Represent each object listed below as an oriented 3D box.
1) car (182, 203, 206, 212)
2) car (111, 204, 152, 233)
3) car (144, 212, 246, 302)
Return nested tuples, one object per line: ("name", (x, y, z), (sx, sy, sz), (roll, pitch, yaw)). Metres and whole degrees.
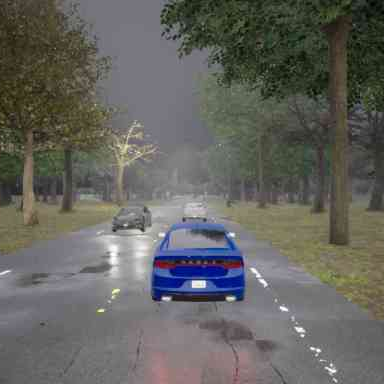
("car", (0.187, 1.580, 26.879), (1.812, 1.442, 4.674), (0, 0, 0))
("car", (-3.534, 1.536, 20.166), (1.837, 1.490, 4.892), (0, 0, 0))
("car", (0.129, 1.485, 8.366), (1.882, 1.535, 5.008), (0, 0, 0))
